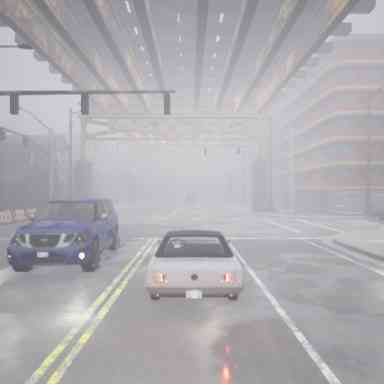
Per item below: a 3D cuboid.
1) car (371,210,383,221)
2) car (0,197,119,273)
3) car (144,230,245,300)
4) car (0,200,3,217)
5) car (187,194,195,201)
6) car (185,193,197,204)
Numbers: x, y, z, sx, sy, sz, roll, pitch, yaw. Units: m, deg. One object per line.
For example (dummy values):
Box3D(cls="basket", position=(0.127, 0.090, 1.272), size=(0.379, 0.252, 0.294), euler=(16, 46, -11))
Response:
Box3D(cls="car", position=(16.316, 1.536, 24.578), size=(5.357, 1.411, 2.033), euler=(0, 0, 0))
Box3D(cls="car", position=(-3.859, 1.216, 11.089), size=(2.150, 2.045, 5.566), euler=(0, 0, -2))
Box3D(cls="car", position=(0.046, 1.597, 8.350), size=(1.895, 1.301, 4.718), euler=(0, 0, 0))
Box3D(cls="car", position=(-16.911, 1.283, 24.990), size=(4.536, 1.218, 1.853), euler=(0, 0, -20))
Box3D(cls="car", position=(-0.318, 1.308, 77.939), size=(1.837, 1.490, 4.892), euler=(0, 1, 0))
Box3D(cls="car", position=(-0.156, 1.152, 63.469), size=(2.150, 2.045, 5.566), euler=(0, 0, -1))
